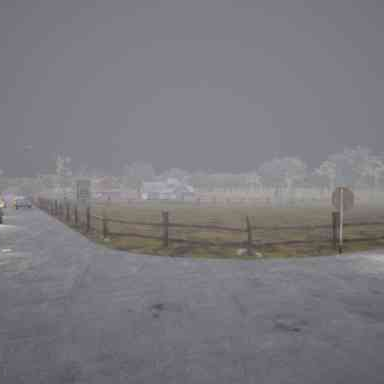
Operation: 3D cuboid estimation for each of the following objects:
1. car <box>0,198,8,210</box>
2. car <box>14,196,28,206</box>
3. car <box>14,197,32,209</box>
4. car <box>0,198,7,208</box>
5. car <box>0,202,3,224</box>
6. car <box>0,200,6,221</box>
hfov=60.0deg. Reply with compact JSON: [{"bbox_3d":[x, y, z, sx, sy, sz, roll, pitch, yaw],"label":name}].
[{"bbox_3d":[-25.941,1.531,44.712,2.033,1.411,5.357,0,0,-28],"label":"car"},{"bbox_3d":[-27.697,1.459,53.747,1.882,1.535,5.008,0,0,-29],"label":"car"},{"bbox_3d":[-22.501,1.529,44.429,2.033,1.411,5.357,0,0,-28],"label":"car"},{"bbox_3d":[-19.840,1.463,33.405,1.882,1.535,5.008,0,0,-28],"label":"car"},{"bbox_3d":[-10.112,1.467,15.499,1.882,1.535,5.008,0,0,-28],"label":"car"},{"bbox_3d":[-14.858,1.551,24.206,1.994,1.385,4.181,0,0,-29],"label":"car"}]
